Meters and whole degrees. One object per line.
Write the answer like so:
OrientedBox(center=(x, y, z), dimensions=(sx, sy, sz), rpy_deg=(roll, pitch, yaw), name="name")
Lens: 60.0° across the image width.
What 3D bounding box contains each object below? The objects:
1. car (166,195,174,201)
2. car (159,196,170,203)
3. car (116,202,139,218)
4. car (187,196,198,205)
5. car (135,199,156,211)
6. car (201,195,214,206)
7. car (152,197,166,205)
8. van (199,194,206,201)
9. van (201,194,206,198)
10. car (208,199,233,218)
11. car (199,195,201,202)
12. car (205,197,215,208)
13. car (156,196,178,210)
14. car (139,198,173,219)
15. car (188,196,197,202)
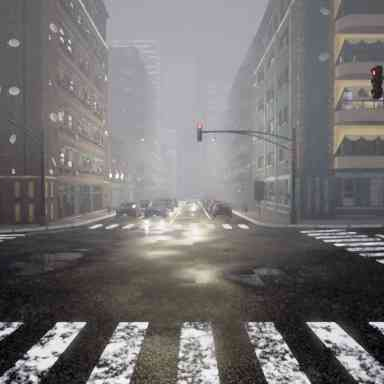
OrientedBox(center=(-5.652, 1.561, 85.335), dimensions=(1.752, 1.417, 4.829), rpy_deg=(0, 0, 0), name="car")
OrientedBox(center=(-5.660, 1.604, 68.935), dimensions=(1.802, 1.307, 4.206), rpy_deg=(0, 0, 0), name="car")
OrientedBox(center=(-5.680, 1.568, 30.270), dimensions=(1.947, 1.339, 4.313), rpy_deg=(0, 0, 0), name="car")
OrientedBox(center=(0.032, 1.542, 59.711), dimensions=(1.812, 1.442, 4.674), rpy_deg=(0, 0, 0), name="car")
OrientedBox(center=(-5.674, 1.572, 41.317), dimensions=(1.947, 1.339, 4.313), rpy_deg=(0, 0, 0), name="car")
OrientedBox(center=(2.709, 1.554, 46.824), dimensions=(1.887, 1.381, 4.507), rpy_deg=(0, 0, 0), name="car")
OrientedBox(center=(-5.666, 1.560, 57.888), dimensions=(1.887, 1.381, 4.507), rpy_deg=(0, 0, 0), name="car")
OrientedBox(center=(2.728, 1.377, 85.489), dimensions=(1.690, 1.788, 3.998), rpy_deg=(-1, 0, 0), name="van")
OrientedBox(center=(2.711, 1.353, 52.347), dimensions=(1.690, 1.788, 3.998), rpy_deg=(0, 0, 0), name="van")
OrientedBox(center=(2.701, 1.584, 30.254), dimensions=(1.802, 1.307, 4.206), rpy_deg=(0, 0, 0), name="car")
OrientedBox(center=(2.715, 1.581, 57.871), dimensions=(1.947, 1.339, 4.313), rpy_deg=(0, 0, 0), name="car")
OrientedBox(center=(2.704, 1.570, 35.777), dimensions=(1.947, 1.339, 4.313), rpy_deg=(0, 0, 0), name="car")
OrientedBox(center=(-3.076, 1.510, 39.895), dimensions=(1.837, 1.490, 4.892), rpy_deg=(0, 0, 0), name="car")
OrientedBox(center=(-3.085, 1.549, 29.776), dimensions=(2.033, 1.411, 5.357), rpy_deg=(0, 0, 0), name="car")
OrientedBox(center=(0.038, 1.451, 69.746), dimensions=(1.895, 1.301, 4.718), rpy_deg=(0, 0, 0), name="car")
